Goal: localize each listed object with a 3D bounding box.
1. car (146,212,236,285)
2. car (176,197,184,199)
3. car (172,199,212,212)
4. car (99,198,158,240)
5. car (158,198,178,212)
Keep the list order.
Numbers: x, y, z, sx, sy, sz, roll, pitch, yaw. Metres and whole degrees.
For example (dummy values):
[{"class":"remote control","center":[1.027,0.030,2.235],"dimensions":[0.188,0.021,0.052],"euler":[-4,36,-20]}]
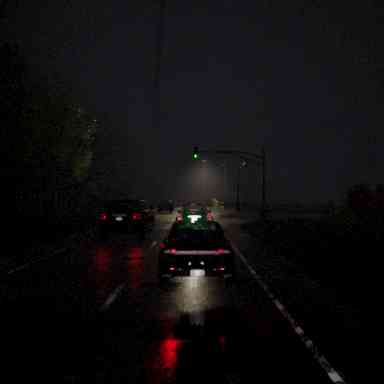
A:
[{"class":"car","center":[0.119,1.556,9.641],"dimensions":[2.128,1.511,4.902],"euler":[0,0,0]},{"class":"car","center":[-3.330,2.057,84.165],"dimensions":[2.128,1.511,4.902],"euler":[0,0,0]},{"class":"car","center":[0.140,1.483,20.013],"dimensions":[2.097,1.767,4.553],"euler":[0,0,0]},{"class":"car","center":[-3.362,1.340,18.005],"dimensions":[2.150,2.045,5.566],"euler":[0,0,0]},{"class":"car","center":[-3.315,1.768,42.585],"dimensions":[2.128,1.511,4.902],"euler":[0,0,0]}]
